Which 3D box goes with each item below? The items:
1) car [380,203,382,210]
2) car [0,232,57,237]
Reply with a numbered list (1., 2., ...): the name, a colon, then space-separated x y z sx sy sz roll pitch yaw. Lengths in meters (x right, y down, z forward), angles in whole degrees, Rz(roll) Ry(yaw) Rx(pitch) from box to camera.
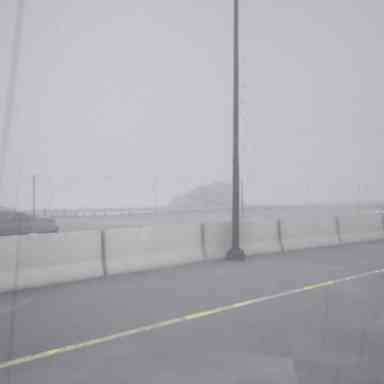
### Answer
1. car: 25.323 1.532 41.190 5.357 1.411 2.033 0 0 -22
2. car: -8.859 1.510 14.797 5.357 1.411 2.033 0 0 -35
